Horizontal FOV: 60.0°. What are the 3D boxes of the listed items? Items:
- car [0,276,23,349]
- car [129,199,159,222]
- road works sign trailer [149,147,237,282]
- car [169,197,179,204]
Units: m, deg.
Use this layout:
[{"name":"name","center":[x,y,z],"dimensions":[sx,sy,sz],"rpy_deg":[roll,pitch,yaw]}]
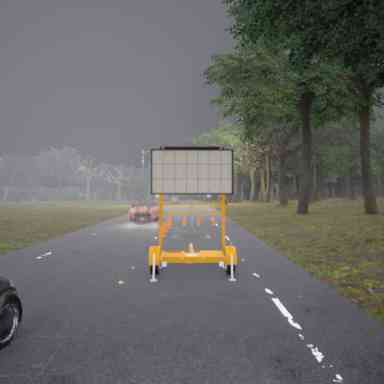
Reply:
[{"name":"car","center":[-3.603,1.566,3.435],"dimensions":[1.994,1.385,4.181],"rpy_deg":[0,0,0]},{"name":"car","center":[-3.631,1.386,26.504],"dimensions":[2.097,1.767,4.553],"rpy_deg":[0,0,0]},{"name":"road works sign trailer","center":[0.000,0.473,9.822],"dimensions":[2.380,3.560,2.880],"rpy_deg":[0,0,-1]},{"name":"car","center":[-3.581,1.761,66.272],"dimensions":[1.812,1.442,4.674],"rpy_deg":[0,0,0]}]
